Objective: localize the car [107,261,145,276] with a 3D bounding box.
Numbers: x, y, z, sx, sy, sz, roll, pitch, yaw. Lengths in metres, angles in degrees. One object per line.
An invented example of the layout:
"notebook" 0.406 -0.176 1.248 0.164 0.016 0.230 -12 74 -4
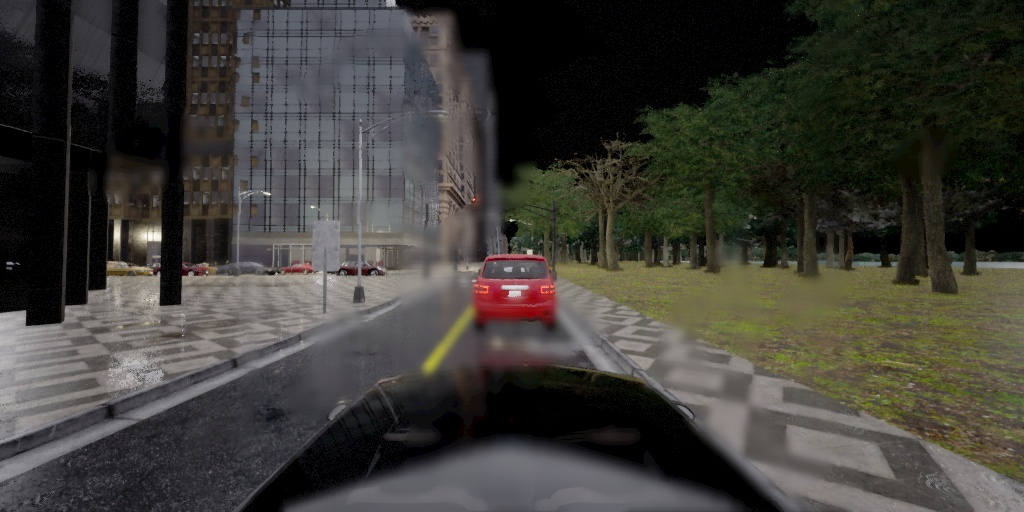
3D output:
"car" -35.250 1.227 32.636 4.829 1.417 1.751 0 0 0

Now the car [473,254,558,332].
"car" 0.102 0.976 11.041 2.150 2.045 5.566 0 0 0

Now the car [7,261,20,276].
"car" -46.396 1.147 32.635 4.097 1.591 1.967 0 0 0

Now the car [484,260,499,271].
"car" -3.046 1.395 53.077 2.033 1.411 5.357 0 0 -3

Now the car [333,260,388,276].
"car" -13.502 1.129 32.639 4.097 1.591 1.967 0 0 -1

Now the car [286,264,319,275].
"car" -24.442 1.504 41.160 4.207 1.307 1.802 0 0 0

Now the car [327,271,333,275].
"car" -15.378 1.310 35.376 5.357 1.411 2.033 0 -2 5

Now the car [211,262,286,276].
"car" -25.856 1.315 35.322 5.357 1.411 2.033 0 -2 0

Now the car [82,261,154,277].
"car" -38.745 1.253 35.337 5.008 1.535 1.882 0 -2 0

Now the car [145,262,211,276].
"car" -29.933 1.243 32.637 4.507 1.381 1.888 0 0 0
